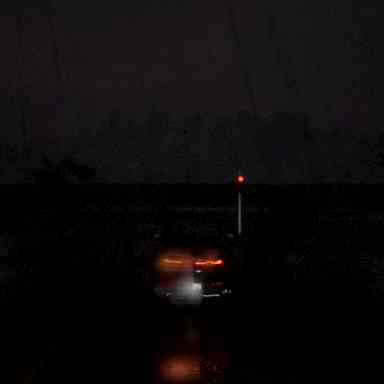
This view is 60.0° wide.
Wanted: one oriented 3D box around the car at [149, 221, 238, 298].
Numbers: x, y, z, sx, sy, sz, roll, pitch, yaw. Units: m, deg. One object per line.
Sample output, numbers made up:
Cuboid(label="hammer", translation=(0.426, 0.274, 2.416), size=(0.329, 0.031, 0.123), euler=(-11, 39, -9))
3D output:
Cuboid(label="car", translation=(0.053, 1.503, 8.512), size=(1.837, 1.490, 4.892), euler=(0, 0, 1))
